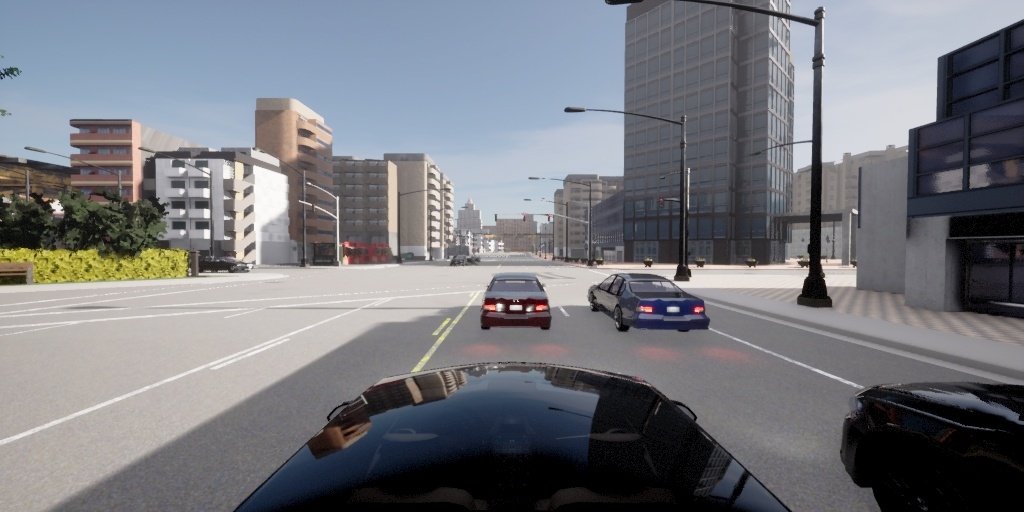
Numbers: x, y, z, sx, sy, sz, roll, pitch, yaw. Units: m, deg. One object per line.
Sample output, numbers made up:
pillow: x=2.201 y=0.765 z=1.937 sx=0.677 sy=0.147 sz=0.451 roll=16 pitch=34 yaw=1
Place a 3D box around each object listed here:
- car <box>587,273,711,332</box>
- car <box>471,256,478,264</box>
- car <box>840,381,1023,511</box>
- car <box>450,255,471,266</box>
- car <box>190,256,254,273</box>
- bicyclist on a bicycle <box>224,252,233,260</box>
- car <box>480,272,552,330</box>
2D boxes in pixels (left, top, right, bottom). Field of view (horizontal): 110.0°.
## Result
car: x=3.608 y=1.208 z=10.544 sx=2.033 sy=1.411 sz=5.357 roll=0 pitch=1 yaw=0
car: x=-7.098 y=0.611 z=58.145 sx=1.895 sy=1.301 sz=4.718 roll=0 pitch=0 yaw=0
car: x=3.605 y=1.254 z=0.908 sx=2.128 sy=1.511 sz=4.902 roll=0 pitch=0 yaw=0
car: x=-7.101 y=0.588 z=48.060 sx=1.837 sy=1.490 sz=4.892 roll=0 pitch=0 yaw=0
car: x=-25.446 y=0.736 z=31.538 sx=4.902 sy=1.511 sz=2.128 roll=0 pitch=1 yaw=0
bicyclist on a bicycle: x=-30.801 y=0.393 z=39.049 sx=0.582 sy=1.620 sz=1.656 roll=0 pitch=1 yaw=0
car: x=0.091 y=1.195 z=10.728 sx=2.033 sy=1.411 sz=5.357 roll=0 pitch=1 yaw=0
